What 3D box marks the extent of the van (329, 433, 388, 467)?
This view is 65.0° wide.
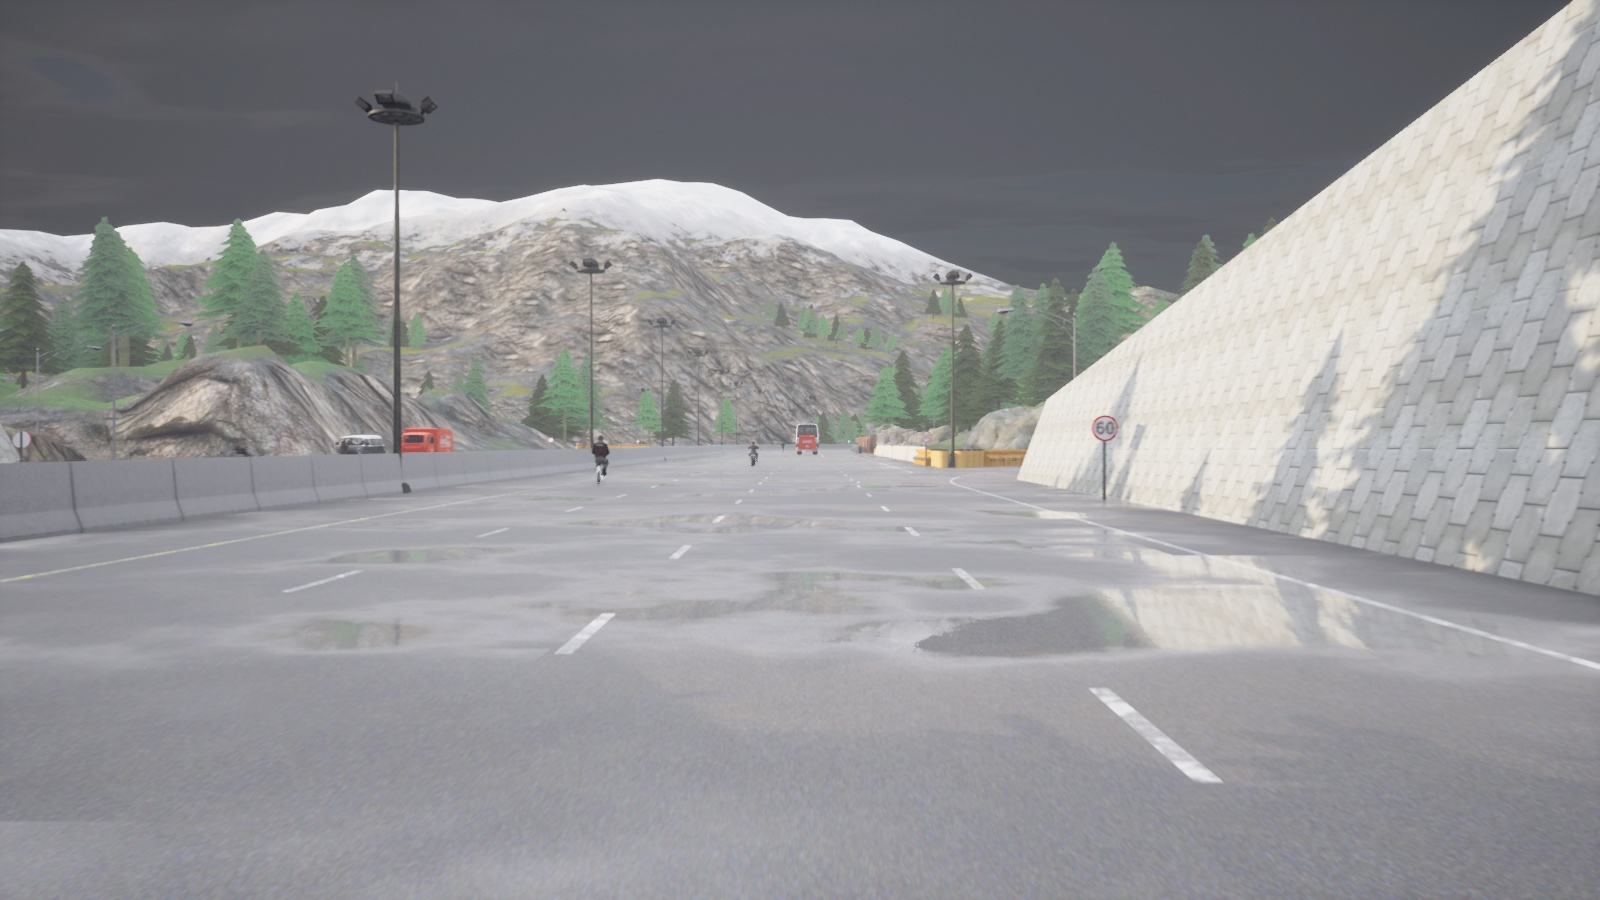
[{"bbox_3d":[-27.538,0.005,78.506,2.069,2.038,4.480,0,0,0],"label":"van"}]

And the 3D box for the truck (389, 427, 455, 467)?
[{"bbox_3d":[-24.028,-0.208,80.129,2.627,2.467,5.204,0,0,0],"label":"truck"}]

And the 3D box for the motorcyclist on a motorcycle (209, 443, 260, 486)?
[{"bbox_3d":[-20.723,0.505,46.042,0.866,1.530,2.191,0,0,0],"label":"motorcyclist on a motorcycle"}]
